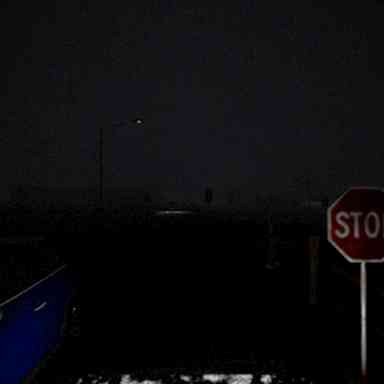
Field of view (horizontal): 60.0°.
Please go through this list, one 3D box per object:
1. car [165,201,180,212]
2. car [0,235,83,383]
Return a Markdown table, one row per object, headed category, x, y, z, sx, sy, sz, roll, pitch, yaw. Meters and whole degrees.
| category | x | y | z | sx | sy | sz | roll | pitch | yaw |
| --- | --- | --- | --- | --- | --- | --- | --- | --- | --- |
| car | -2.769 | 2.042 | 48.126 | 1.837 | 1.490 | 4.892 | 0 | 0 | 0 |
| car | -2.751 | 1.384 | 3.326 | 2.097 | 1.767 | 4.553 | 0 | -1 | 0 |
